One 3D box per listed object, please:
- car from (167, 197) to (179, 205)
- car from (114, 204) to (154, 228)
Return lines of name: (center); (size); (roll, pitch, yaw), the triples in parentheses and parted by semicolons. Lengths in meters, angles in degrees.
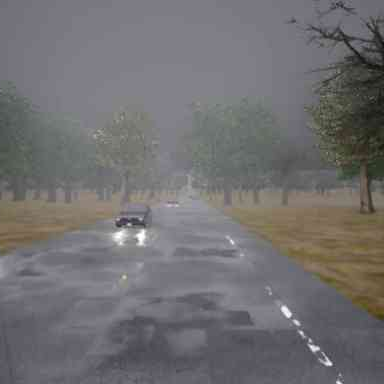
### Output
car: (-3.513, 1.697, 62.028); (1.994, 1.385, 4.181); (0, -1, 1)
car: (-3.592, 1.476, 21.698); (2.033, 1.411, 5.357); (0, 0, 0)
